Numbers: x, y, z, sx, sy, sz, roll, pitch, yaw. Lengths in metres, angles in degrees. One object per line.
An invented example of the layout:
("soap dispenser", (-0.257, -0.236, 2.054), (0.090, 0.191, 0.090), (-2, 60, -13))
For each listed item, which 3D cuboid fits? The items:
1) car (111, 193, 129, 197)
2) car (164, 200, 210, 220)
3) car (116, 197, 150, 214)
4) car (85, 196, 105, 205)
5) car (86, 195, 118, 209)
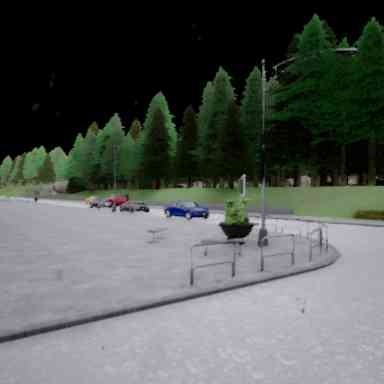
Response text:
("car", (-11.301, 1.242, 50.579), (2.150, 2.045, 5.566), (0, 0, -35))
("car", (-0.496, 1.494, 28.273), (1.882, 1.535, 5.008), (0, 0, -35))
("car", (-6.283, 1.580, 36.401), (1.994, 1.385, 4.181), (0, 0, -35))
("car", (-17.299, 1.498, 58.919), (1.882, 1.535, 5.008), (0, 0, -35))
("car", (-12.278, 1.507, 44.850), (2.128, 1.511, 4.902), (0, 0, -35))
